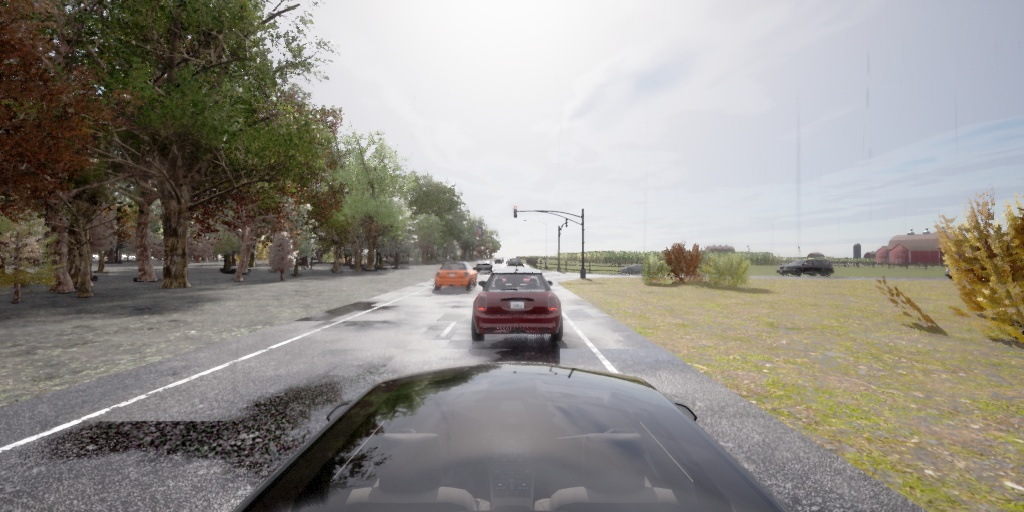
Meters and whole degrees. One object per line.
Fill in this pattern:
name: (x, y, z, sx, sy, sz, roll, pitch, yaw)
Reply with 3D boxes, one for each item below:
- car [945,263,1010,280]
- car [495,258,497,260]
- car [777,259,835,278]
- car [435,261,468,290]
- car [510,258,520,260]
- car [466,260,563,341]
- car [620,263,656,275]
car: (48.571, 1.768, 37.579, 4.902, 1.511, 2.128, 1, -1, 1)
car: (-3.325, 1.249, 44.208, 2.128, 1.511, 4.902, 0, 0, 0)
car: (33.788, 1.396, 41.311, 5.566, 2.045, 2.150, 1, -1, 0)
car: (-3.364, 1.108, 22.345, 2.097, 1.767, 4.553, 0, 0, 0)
car: (0.382, 1.108, 54.084, 2.097, 1.767, 4.553, 0, 0, -7)
car: (0.110, 1.104, 10.017, 2.097, 1.767, 4.553, 0, 0, 0)
car: (14.710, 1.533, 41.570, 4.181, 1.385, 1.994, 1, -1, 3)
